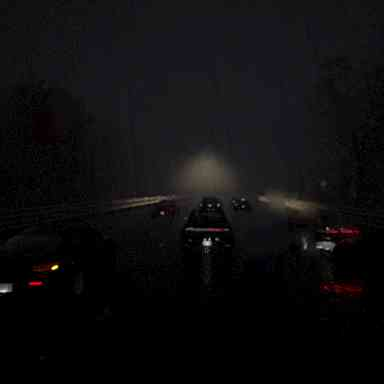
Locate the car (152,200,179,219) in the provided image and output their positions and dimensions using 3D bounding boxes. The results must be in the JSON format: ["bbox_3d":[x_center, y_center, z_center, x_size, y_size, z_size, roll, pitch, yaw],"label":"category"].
[{"bbox_3d":[-2.085,1.402,27.316,1.812,1.442,4.674,0,0,4],"label":"car"}]

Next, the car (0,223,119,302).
[{"bbox_3d":[-3.126,1.469,8.016,1.812,1.442,4.674,0,0,2],"label":"car"}]

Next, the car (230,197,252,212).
[{"bbox_3d":[5.570,1.461,36.946,1.994,1.385,4.181,0,0,5],"label":"car"}]

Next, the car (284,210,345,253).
[{"bbox_3d":[5.059,1.485,13.442,1.837,1.490,4.892,0,0,3],"label":"car"}]

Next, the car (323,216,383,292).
[{"bbox_3d":[4.789,1.527,7.524,1.812,1.442,4.674,0,0,2],"label":"car"}]

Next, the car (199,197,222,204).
[{"bbox_3d":[1.785,1.237,32.287,2.097,1.767,4.553,0,0,4],"label":"car"}]

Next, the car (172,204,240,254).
[{"bbox_3d":[0.615,1.440,13.208,2.128,1.511,4.902,0,0,3],"label":"car"}]
